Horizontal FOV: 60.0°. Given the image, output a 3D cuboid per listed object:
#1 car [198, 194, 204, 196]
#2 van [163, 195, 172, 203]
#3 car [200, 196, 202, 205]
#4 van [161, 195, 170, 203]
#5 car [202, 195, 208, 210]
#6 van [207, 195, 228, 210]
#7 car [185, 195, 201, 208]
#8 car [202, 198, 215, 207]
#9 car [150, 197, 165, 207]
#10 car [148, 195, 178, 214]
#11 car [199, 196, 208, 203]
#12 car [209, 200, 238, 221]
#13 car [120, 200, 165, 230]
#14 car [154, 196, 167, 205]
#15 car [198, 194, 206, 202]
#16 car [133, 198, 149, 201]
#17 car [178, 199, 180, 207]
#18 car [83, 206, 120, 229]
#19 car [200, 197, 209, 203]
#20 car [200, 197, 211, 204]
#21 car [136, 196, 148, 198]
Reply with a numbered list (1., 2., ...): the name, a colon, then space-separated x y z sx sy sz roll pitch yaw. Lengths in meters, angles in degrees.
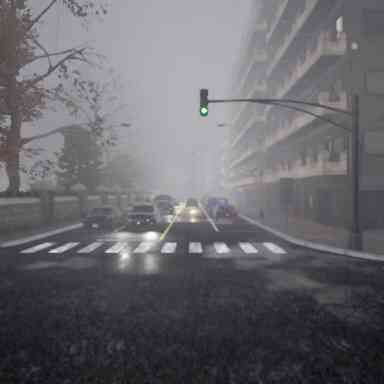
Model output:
1. car: 2.691 1.470 61.163 2.192 1.841 5.009 0 0 0
2. van: -5.691 1.556 78.052 1.690 1.788 3.998 0 0 0
3. car: 2.690 1.670 49.902 2.008 1.369 4.403 0 0 0
4. van: -5.691 1.535 72.423 1.690 1.788 3.998 0 0 0
5. car: 2.691 1.542 44.272 1.967 1.590 4.097 0 0 0
6. van: 2.692 1.412 33.012 1.690 1.788 3.998 0 0 0
7. car: -0.002 1.599 50.467 1.882 1.535 5.008 0 0 0
8. car: 2.690 1.681 55.532 1.887 1.381 4.507 0 0 0
9. car: -5.690 1.577 55.533 1.967 1.590 4.097 0 0 0
10. car: -3.091 1.303 36.608 2.150 2.045 5.566 0 0 0
11. car: 2.689 1.656 78.052 1.967 1.590 4.097 0 0 0
12. car: 2.692 1.602 27.381 1.887 1.381 4.507 0 0 0
13. car: -3.098 1.548 21.689 1.837 1.490 4.892 0 0 0
14. car: -5.690 1.595 61.162 1.967 1.590 4.097 0 0 0
15. car: 2.688 1.577 89.313 2.192 1.841 5.009 0 0 0
16. car: -5.688 1.596 32.842 1.752 1.417 4.829 0 0 0
17. car: -3.003 1.684 55.763 2.033 1.411 5.357 0 0 0
18. car: -5.688 1.610 21.750 1.947 1.339 4.313 0 0 0
19. car: 2.689 1.739 72.422 1.887 1.381 4.507 0 0 0
20. car: 2.689 1.724 66.793 2.008 1.369 4.403 0 0 0
21. car: -5.689 1.401 38.642 2.192 1.841 5.009 0 0 0
